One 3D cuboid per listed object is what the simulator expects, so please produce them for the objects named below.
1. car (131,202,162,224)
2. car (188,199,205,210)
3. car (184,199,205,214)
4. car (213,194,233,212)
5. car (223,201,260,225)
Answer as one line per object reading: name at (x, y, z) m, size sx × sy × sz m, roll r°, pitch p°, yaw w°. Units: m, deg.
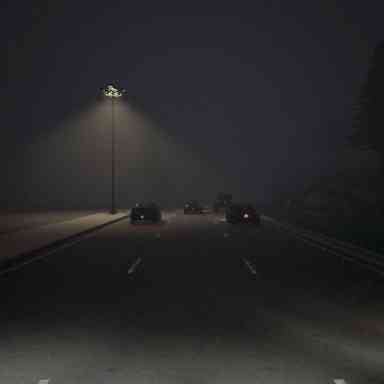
car at (-3.400, 1.491, 25.157) m, size 2.128 × 1.511 × 4.902 m, roll 0°, pitch 0°, yaw 0°
car at (0.629, 1.601, 44.481) m, size 1.895 × 1.301 × 4.718 m, roll 0°, pitch 0°, yaw 6°
car at (0.139, 1.526, 35.321) m, size 1.812 × 1.442 × 4.674 m, roll 0°, pitch 0°, yaw 1°
car at (3.769, 1.220, 39.734) m, size 2.150 × 2.045 × 5.566 m, roll 0°, pitch 0°, yaw 2°
car at (3.600, 1.564, 24.086) m, size 1.994 × 1.385 × 4.181 m, roll 0°, pitch 0°, yaw 0°
